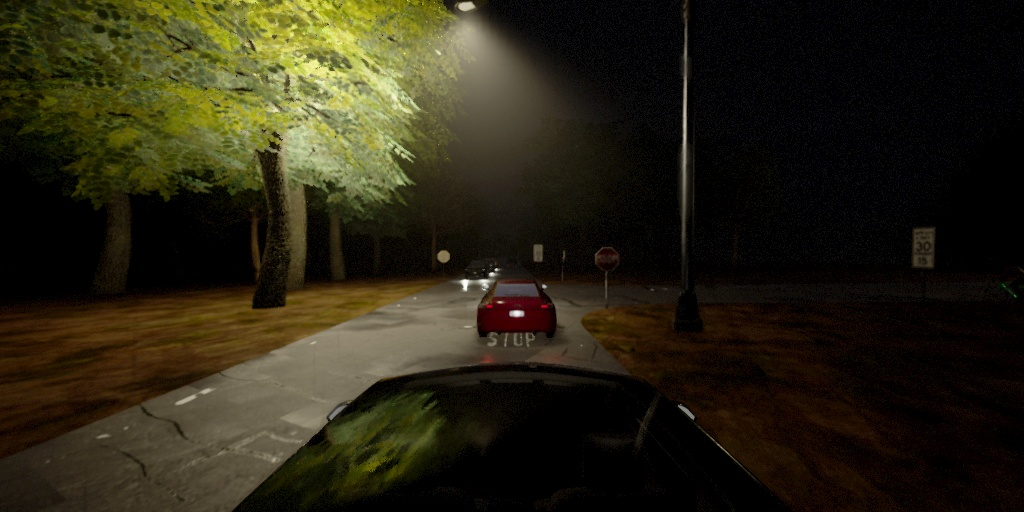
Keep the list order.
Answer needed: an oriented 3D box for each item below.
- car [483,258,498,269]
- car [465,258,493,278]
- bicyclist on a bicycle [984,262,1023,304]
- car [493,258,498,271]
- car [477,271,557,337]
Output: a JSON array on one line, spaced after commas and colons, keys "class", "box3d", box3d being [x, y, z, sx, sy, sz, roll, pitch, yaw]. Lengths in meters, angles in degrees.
[{"class": "car", "box3d": [-3.096, 1.051, 53.379, 1.882, 1.535, 5.008, 0, 0, 0]}, {"class": "car", "box3d": [-3.101, 1.147, 32.567, 1.882, 1.535, 5.008, 0, 0, 0]}, {"class": "bicyclist on a bicycle", "box3d": [18.543, 1.038, 13.261, 0.582, 1.620, 1.656, -1, 0, 0]}, {"class": "car", "box3d": [-3.102, 0.986, 42.367, 2.097, 1.767, 4.553, 0, 0, 0]}, {"class": "car", "box3d": [0.100, 1.301, 10.291, 1.994, 1.385, 4.181, 0, 0, 0]}]
